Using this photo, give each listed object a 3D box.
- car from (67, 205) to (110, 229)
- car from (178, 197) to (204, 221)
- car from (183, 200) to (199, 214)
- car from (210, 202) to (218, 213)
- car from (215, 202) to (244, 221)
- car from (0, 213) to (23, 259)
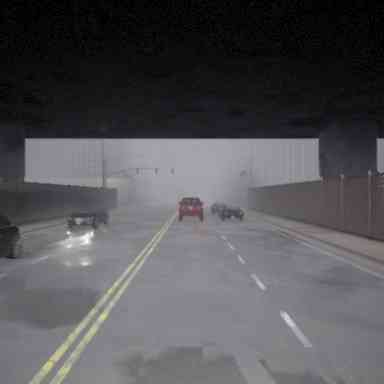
[{"bbox_3d":[-7.174,1.705,23.472,2.128,1.511,4.902,0,-1,0],"label":"car"},{"bbox_3d":[-0.071,1.495,30.574,2.150,2.045,5.566,0,-1,0],"label":"car"},{"bbox_3d":[-0.162,1.847,41.282,1.882,1.535,5.008,0,-1,0],"label":"car"},{"bbox_3d":[3.426,1.938,41.861,1.994,1.385,4.181,0,0,0],"label":"car"},{"bbox_3d":[3.481,1.872,30.427,1.895,1.301,4.718,0,0,0],"label":"car"},{"bbox_3d":[-7.122,1.444,10.014,2.097,1.767,4.553,0,0,0],"label":"car"}]
